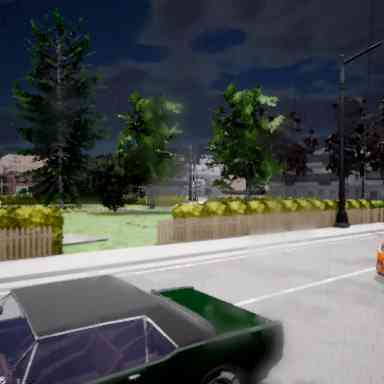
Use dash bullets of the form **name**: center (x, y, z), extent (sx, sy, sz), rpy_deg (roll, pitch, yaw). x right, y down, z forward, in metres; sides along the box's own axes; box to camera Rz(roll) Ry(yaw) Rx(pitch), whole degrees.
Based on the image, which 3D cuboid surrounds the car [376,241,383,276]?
- **car**: center (6.908, 1.380, 8.890), extent (4.553, 1.767, 2.097), rpy_deg (0, 0, -35)

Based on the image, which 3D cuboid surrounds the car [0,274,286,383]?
- **car**: center (-1.387, 1.602, 3.002), extent (4.718, 1.301, 1.895), rpy_deg (0, 0, -35)
